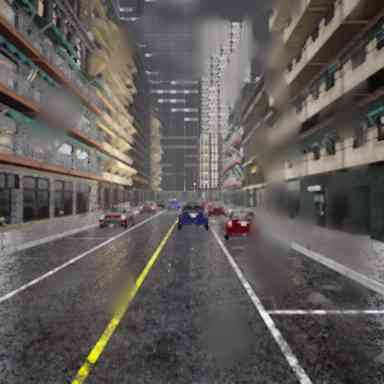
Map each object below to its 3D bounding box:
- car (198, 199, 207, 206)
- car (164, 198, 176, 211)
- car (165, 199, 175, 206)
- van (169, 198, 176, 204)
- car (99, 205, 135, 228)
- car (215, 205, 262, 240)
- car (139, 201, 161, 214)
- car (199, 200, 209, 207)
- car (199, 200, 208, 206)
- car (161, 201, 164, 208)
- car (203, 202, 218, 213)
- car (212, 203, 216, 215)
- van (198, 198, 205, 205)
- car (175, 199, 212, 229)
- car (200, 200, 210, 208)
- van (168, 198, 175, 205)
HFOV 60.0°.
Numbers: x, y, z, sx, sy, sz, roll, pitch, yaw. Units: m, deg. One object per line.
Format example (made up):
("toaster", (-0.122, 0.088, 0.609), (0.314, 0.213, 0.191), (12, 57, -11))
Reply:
("car", (2.534, 2.445, 80.944), (1.967, 1.590, 4.097), (0, -1, 0))
("car", (-2.847, 2.092, 51.871), (1.882, 1.535, 5.008), (0, -1, 0))
("car", (-5.346, 2.446, 80.935), (1.967, 1.590, 4.097), (0, -1, 0))
("van", (-5.351, 2.511, 92.315), (1.690, 1.788, 3.998), (0, -1, 0))
("car", (-5.319, 1.715, 24.041), (1.967, 1.590, 4.097), (0, -1, 0))
("car", (2.564, 1.648, 18.363), (1.967, 1.590, 4.097), (0, -1, 0))
("car", (-5.327, 1.921, 41.110), (1.967, 1.590, 4.097), (0, -1, 0))
("car", (2.539, 2.392, 69.564), (1.887, 1.381, 4.507), (0, -1, 0))
("car", (2.537, 2.470, 75.254), (1.887, 1.381, 4.507), (0, -1, 0))
("car", (-5.336, 2.262, 58.177), (1.947, 1.339, 4.313), (0, -1, 0))
("car", (2.550, 2.133, 46.808), (1.802, 1.307, 4.206), (0, -1, 0))
("car", (2.555, 1.993, 35.430), (1.802, 1.307, 4.206), (0, -1, 0))
("van", (2.532, 2.428, 86.635), (1.690, 1.788, 3.998), (0, -1, 0))
("car", (0.090, 1.627, 24.138), (2.097, 1.767, 4.553), (0, -1, 0))
("car", (2.542, 2.298, 64.047), (1.752, 1.417, 4.829), (0, -1, 0))
("van", (-5.348, 2.429, 86.626), (1.690, 1.788, 3.998), (0, -1, 0))
